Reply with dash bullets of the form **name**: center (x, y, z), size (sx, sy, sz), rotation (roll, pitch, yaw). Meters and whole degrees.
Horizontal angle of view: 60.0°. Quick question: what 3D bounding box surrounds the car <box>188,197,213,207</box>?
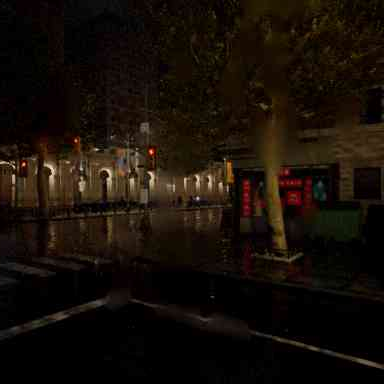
- **car**: center (1.318, 1.545, 52.545), size (2.033, 1.411, 5.357), rotation (0, 0, 36)

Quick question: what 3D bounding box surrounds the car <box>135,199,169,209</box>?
- **car**: center (-4.934, 1.562, 43.901), size (1.994, 1.385, 4.181), rotation (0, 0, 35)

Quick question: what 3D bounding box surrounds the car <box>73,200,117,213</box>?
- **car**: center (-10.694, 1.562, 35.895), size (1.994, 1.385, 4.181), rotation (0, 0, 36)

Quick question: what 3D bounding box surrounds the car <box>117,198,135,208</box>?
- **car**: center (-10.235, 1.592, 47.907), size (1.895, 1.301, 4.718), rotation (0, 0, 36)
